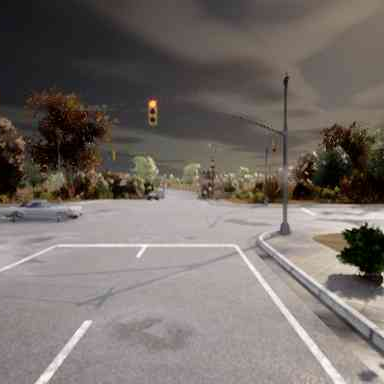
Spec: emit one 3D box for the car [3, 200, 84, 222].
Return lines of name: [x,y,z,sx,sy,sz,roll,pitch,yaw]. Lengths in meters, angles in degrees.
car: [-9.664,1.213,21.945,4.718,1.301,1.895,0,2,3]

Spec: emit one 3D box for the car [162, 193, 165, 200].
car: [-7.268,1.065,77.348,1.837,1.490,4.892,0,-1,0]

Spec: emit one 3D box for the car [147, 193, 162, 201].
car: [-7.266,0.865,61.934,1.882,1.535,5.008,0,-1,0]
